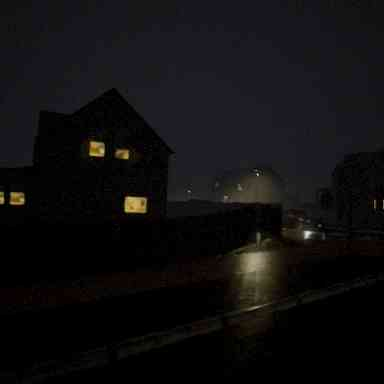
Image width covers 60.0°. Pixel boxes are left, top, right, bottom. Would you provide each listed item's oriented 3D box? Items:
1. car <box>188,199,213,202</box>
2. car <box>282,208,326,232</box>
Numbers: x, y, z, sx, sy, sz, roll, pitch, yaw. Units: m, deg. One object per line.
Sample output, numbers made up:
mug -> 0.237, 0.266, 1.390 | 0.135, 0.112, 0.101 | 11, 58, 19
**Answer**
car -> 1.186, 1.772, 33.872 | 2.150, 2.045, 5.566 | 3, -1, -24
car -> 6.835, 1.853, 22.642 | 1.812, 1.442, 4.674 | 3, -3, -28
